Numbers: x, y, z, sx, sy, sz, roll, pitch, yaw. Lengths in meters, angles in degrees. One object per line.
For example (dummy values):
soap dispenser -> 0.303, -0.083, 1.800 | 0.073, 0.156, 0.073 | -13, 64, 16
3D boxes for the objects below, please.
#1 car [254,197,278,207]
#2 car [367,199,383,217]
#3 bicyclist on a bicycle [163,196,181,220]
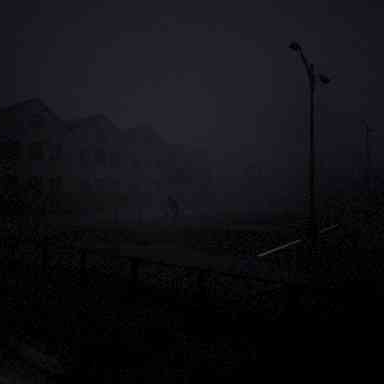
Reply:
car -> 10.442, 1.353, 46.685 | 2.033, 1.411, 5.357 | 0, 0, 32
car -> 15.429, 1.298, 26.810 | 2.007, 1.523, 4.514 | 0, 0, 35
bicyclist on a bicycle -> -1.393, 1.107, 23.058 | 1.656, 1.620, 0.582 | 0, 0, 35
